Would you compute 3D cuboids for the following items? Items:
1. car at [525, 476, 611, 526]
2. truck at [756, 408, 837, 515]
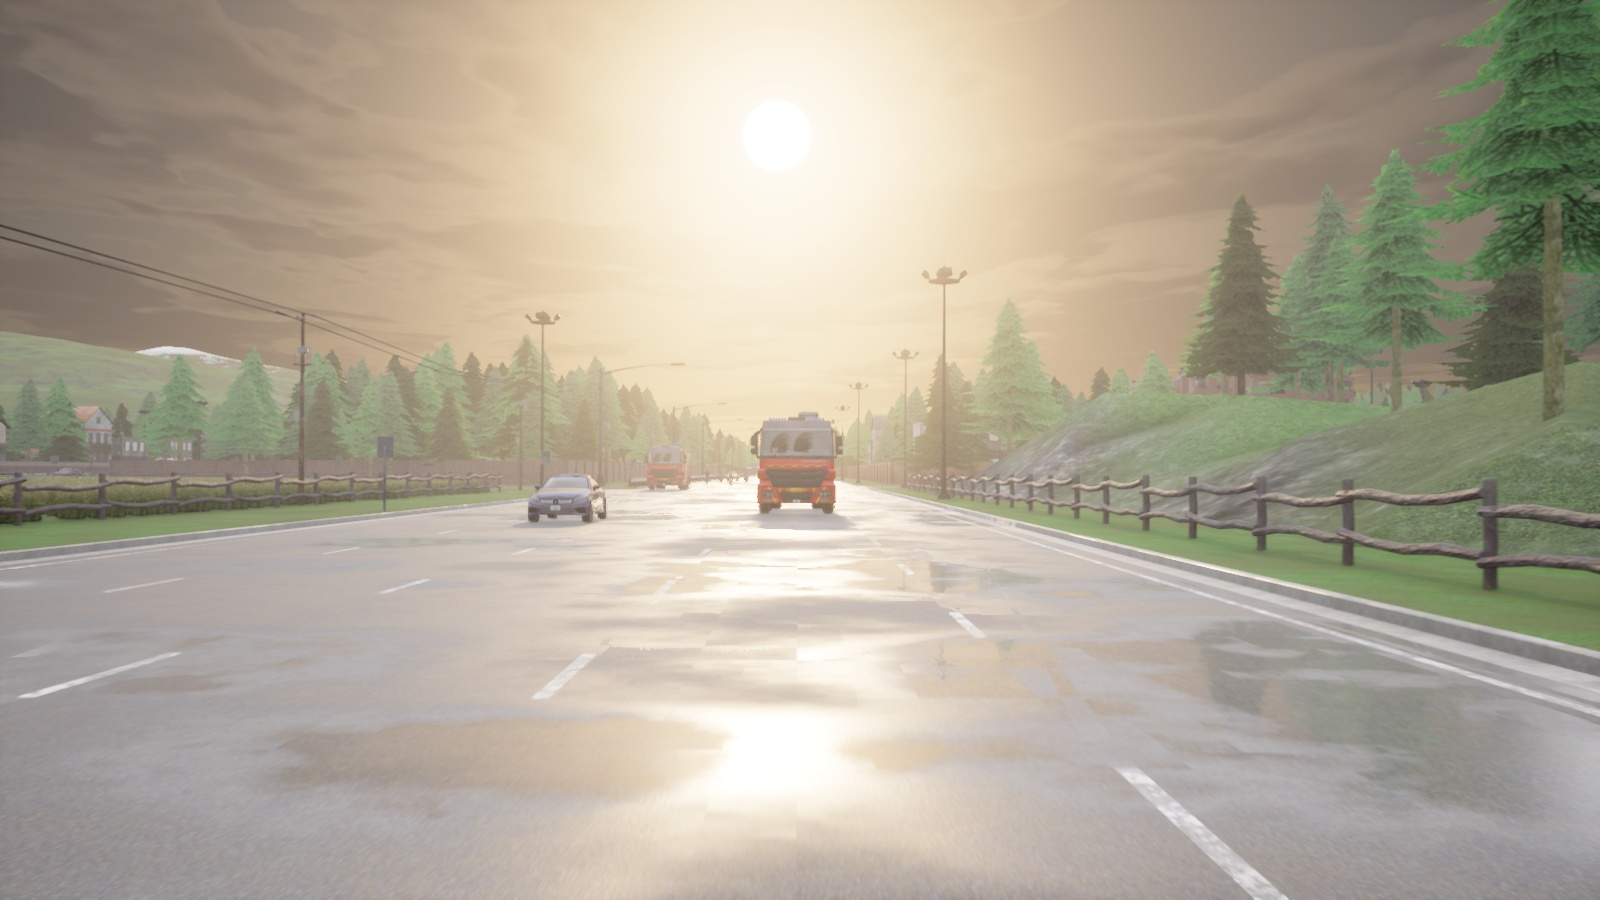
[{"bbox_3d":[-7.094,1.532,38.807,1.812,1.442,4.674,0,-1,0],"label":"car"},{"bbox_3d":[-0.124,0.492,49.259,2.891,3.827,8.468,0,-1,0],"label":"truck"}]
